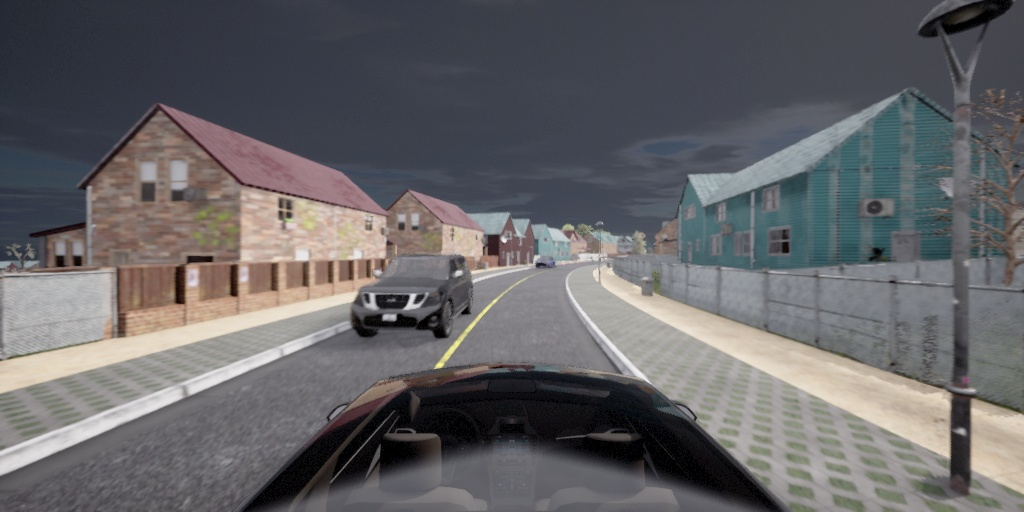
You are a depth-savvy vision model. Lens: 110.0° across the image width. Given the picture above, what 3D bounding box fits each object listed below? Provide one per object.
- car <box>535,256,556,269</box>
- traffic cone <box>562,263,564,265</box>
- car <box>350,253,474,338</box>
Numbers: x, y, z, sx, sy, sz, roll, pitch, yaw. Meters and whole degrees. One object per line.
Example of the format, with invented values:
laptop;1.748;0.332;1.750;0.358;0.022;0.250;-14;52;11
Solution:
car;4.505;0.783;48.311;2.097;1.767;4.553;0;0;18
traffic cone;9.079;1.230;63.825;0.340;0.580;0.340;0;0;23
car;-2.483;0.936;10.431;2.150;2.045;5.566;0;1;3
